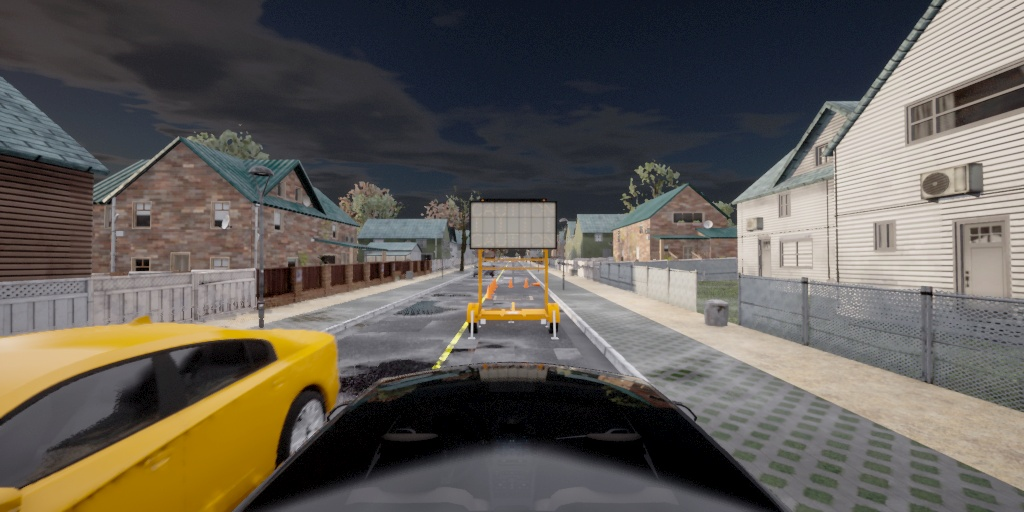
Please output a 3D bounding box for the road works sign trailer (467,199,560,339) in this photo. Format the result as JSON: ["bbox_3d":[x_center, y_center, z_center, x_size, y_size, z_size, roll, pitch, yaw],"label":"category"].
[{"bbox_3d":[0.035,0.217,10.013,2.380,3.560,2.880,0,0,0],"label":"road works sign trailer"}]

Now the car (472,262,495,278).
[{"bbox_3d":[-2.625,1.280,34.419,1.812,1.442,4.674,0,0,0],"label":"car"}]

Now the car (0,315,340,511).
[{"bbox_3d":[-2.846,1.228,1.927,1.882,1.535,5.008,0,0,0],"label":"car"}]
